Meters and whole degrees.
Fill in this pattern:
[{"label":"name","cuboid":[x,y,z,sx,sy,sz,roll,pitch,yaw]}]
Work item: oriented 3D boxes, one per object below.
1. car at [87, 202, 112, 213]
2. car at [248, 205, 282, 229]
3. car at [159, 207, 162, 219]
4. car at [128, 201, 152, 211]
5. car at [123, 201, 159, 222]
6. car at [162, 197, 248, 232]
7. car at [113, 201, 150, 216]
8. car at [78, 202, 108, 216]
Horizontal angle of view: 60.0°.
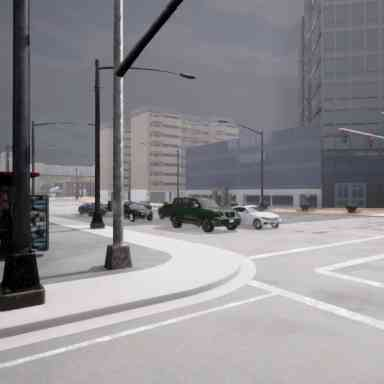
[{"label":"car","cuboid":[-12.734,2.060,45.719,1.994,1.385,4.181,0,-1,-35]},{"label":"car","cuboid":[3.908,1.635,22.695,1.812,1.442,4.674,0,-1,-35]},{"label":"car","cuboid":[-1.391,1.740,30.083,1.812,1.442,4.674,0,-1,-36]},{"label":"car","cuboid":[-8.072,2.088,51.477,1.994,1.385,4.181,0,-1,-36]},{"label":"car","cuboid":[-5.165,1.741,29.264,1.837,1.490,4.892,0,-1,-36]},{"label":"car","cuboid":[0.641,1.335,21.264,2.150,2.045,5.566,0,-1,-36]},{"label":"car","cuboid":[-6.903,1.841,37.626,2.128,1.511,4.902,0,-1,-36]},{"label":"car","cuboid":[-11.411,1.939,37.880,2.033,1.411,5.357,0,-1,-36]}]
